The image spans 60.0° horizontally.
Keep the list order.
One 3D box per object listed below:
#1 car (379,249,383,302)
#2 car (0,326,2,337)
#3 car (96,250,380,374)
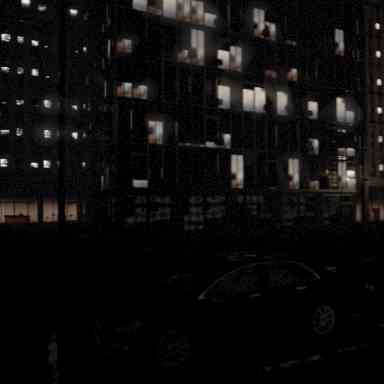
[{"bbox_3d":[5.756,1.742,7.785,4.507,1.381,1.887,0,-2,-23],"label":"car"},{"bbox_3d":[-4.434,1.589,3.476,4.097,1.590,1.967,0,-2,-23],"label":"car"},{"bbox_3d":[0.661,1.724,5.629,4.403,1.369,2.008,0,-2,-23],"label":"car"}]
